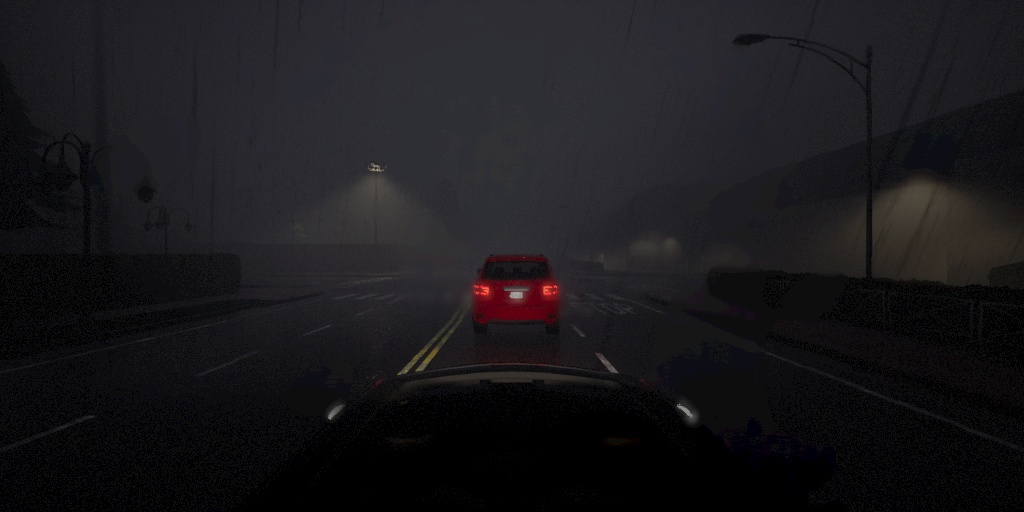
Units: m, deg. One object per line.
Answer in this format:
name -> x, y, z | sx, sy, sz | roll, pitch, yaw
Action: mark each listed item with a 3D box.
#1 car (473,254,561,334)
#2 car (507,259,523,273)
car -> 0.121, 0.971, 10.734 | 2.150, 2.045, 5.566 | 0, 0, 0
car -> 0.353, 1.228, 45.586 | 1.882, 1.535, 5.008 | 0, 0, 1
